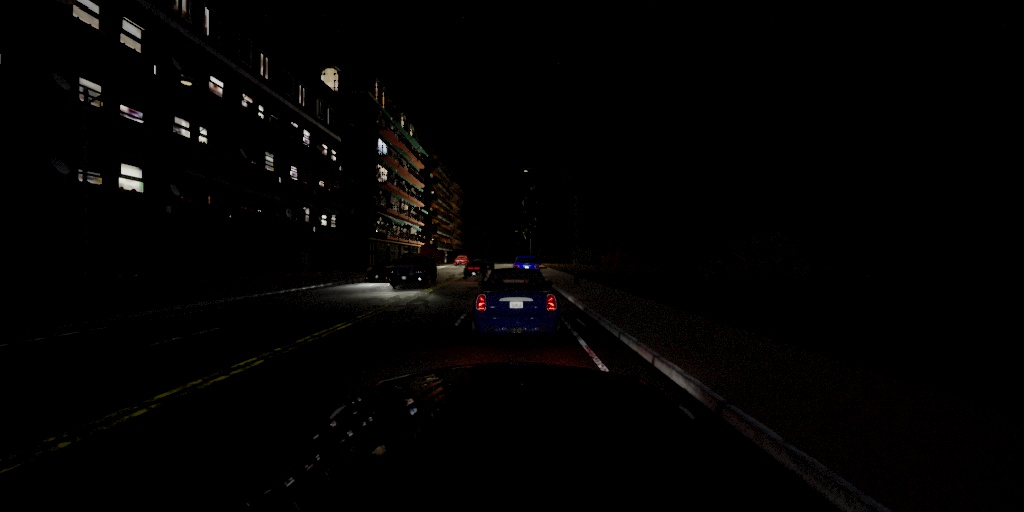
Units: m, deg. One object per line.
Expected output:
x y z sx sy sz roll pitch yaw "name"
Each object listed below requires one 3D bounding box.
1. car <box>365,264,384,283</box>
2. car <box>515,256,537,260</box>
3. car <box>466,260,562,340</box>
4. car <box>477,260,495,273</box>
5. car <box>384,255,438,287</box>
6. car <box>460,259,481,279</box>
-9.843 1.317 28.088 1.994 1.385 4.181 0 0 0 "car"
1.145 0.979 30.037 2.150 2.045 5.566 0 0 0 "car"
0.100 1.103 10.083 2.097 1.767 4.553 0 0 0 "car"
-3.139 1.231 44.790 1.882 1.535 5.008 0 0 0 "car"
-6.594 0.975 24.627 2.150 2.045 5.566 0 0 0 "car"
-3.143 1.253 31.814 1.837 1.490 4.892 0 -2 0 "car"
